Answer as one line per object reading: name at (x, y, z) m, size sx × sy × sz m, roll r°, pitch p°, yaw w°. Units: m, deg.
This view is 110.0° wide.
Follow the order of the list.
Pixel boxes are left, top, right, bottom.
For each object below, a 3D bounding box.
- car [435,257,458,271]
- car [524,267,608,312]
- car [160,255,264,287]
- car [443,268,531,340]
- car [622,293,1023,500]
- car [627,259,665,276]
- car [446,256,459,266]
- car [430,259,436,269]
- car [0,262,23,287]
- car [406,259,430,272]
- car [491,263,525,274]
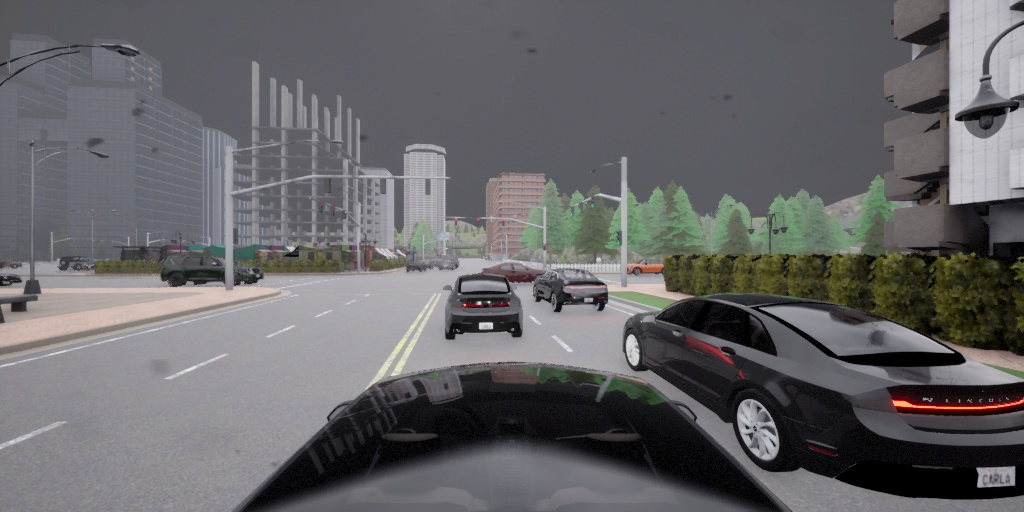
car at (-9.090, 1.241, 50.069) m, size 2.128 × 1.511 × 4.902 m, roll 0°, pitch 0°, yaw -7°
car at (2.132, 1.242, 14.218) m, size 2.128 × 1.511 × 4.902 m, roll 0°, pitch 0°, yaw -9°
car at (-19.772, 0.971, 23.777) m, size 5.566 × 2.045 × 2.150 m, roll 0°, pitch 0°, yaw -5°
car at (-0.863, 1.255, 10.100) m, size 1.837 × 1.490 × 4.892 m, roll 0°, pitch 0°, yaw -7°
car at (3.110, 1.255, 4.857) m, size 1.837 × 1.490 × 4.892 m, roll 0°, pitch 0°, yaw -4°
car at (14.035, 1.102, 37.519) m, size 4.553 × 1.767 × 2.097 m, roll 0°, pitch 0°, yaw -5°
car at (-10.191, 0.971, 59.869) m, size 2.150 × 2.045 × 5.566 m, roll 0°, pitch 0°, yaw -6°
car at (-13.204, 1.255, 55.320) m, size 1.837 × 1.490 × 4.892 m, roll 0°, pitch 0°, yaw -6°
car at (-34.595, 1.298, 22.470) m, size 5.357 × 1.411 × 2.033 m, roll 0°, pitch 0°, yaw -5°
car at (-12.223, 1.351, 46.082) m, size 1.895 × 1.301 × 4.718 m, roll 0°, pitch 0°, yaw -4°
car at (0.261, 1.227, 25.557) m, size 5.008 × 1.535 × 1.882 m, roll 0°, pitch 0°, yaw -5°
